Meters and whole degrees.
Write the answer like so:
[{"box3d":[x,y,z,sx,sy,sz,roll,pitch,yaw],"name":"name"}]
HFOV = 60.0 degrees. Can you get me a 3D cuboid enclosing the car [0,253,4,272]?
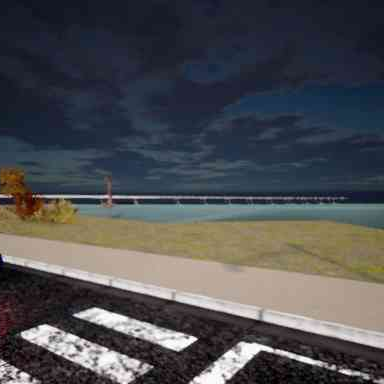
[{"box3d":[-6.943,1.702,8.647,4.718,1.301,1.895,-1,0,36],"name":"car"}]
